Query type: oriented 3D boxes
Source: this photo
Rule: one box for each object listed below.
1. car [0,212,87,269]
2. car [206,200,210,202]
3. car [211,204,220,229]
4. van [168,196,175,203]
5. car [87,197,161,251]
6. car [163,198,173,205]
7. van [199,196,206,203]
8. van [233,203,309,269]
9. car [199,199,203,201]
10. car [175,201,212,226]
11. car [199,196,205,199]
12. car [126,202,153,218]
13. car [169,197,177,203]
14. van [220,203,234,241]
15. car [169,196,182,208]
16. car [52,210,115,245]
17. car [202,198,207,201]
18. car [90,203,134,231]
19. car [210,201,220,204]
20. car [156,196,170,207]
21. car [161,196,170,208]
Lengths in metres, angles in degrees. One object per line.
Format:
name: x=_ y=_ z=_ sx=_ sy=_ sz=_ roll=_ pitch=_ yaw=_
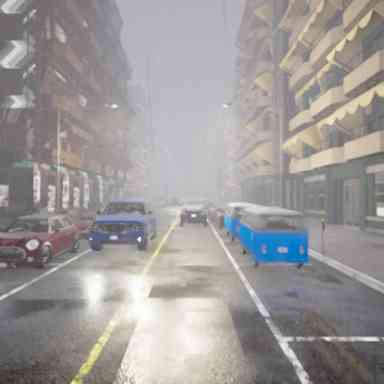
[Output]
car: x=-5.303 y=1.521 z=11.249 sx=1.967 sy=1.590 sz=4.097 roll=1 pitch=0 yaw=0
car: x=2.581 y=1.770 z=34.129 sx=1.752 sy=1.417 sz=4.829 roll=1 pitch=0 yaw=0
car: x=2.578 y=1.728 z=22.617 sx=1.947 sy=1.339 sz=4.313 roll=1 pitch=0 yaw=0
van: x=-5.255 y=1.967 z=84.969 sx=1.690 sy=1.788 sz=3.998 roll=1 pitch=0 yaw=0
car: x=-2.848 y=1.328 z=14.916 sx=2.150 sy=2.045 sz=5.566 roll=0 pitch=0 yaw=0
car: x=-5.271 y=2.121 z=73.625 sx=1.802 sy=1.307 sz=4.206 roll=1 pitch=0 yaw=0
van: x=2.593 y=1.967 z=84.996 sx=1.690 sy=1.788 sz=3.998 roll=1 pitch=0 yaw=0
van: x=2.578 y=1.422 z=11.278 sx=1.690 sy=1.788 sz=3.998 roll=1 pitch=0 yaw=0
car: x=0.108 y=1.902 z=41.875 sx=1.895 sy=1.301 sz=4.718 roll=0 pitch=0 yaw=0
car: x=0.106 y=1.684 z=25.098 sx=2.163 sy=1.488 sz=4.792 roll=0 pitch=0 yaw=0
car: x=2.588 y=2.089 z=73.653 sx=2.008 sy=1.369 sz=4.403 roll=1 pitch=0 yaw=0
car: x=-5.300 y=1.795 z=33.931 sx=2.008 sy=1.369 sz=4.403 roll=1 pitch=0 yaw=0
car: x=-5.256 y=2.214 z=90.638 sx=1.887 sy=1.381 sz=4.507 roll=1 pitch=0 yaw=0
van: x=2.580 y=1.463 z=16.949 sx=1.690 sy=1.788 sz=3.998 roll=1 pitch=0 yaw=0
car: x=-2.792 y=1.768 z=57.272 sx=2.097 sy=1.767 sz=4.553 roll=0 pitch=0 yaw=1
car: x=-5.304 y=1.704 z=16.919 sx=1.802 sy=1.307 sz=4.206 roll=1 pitch=0 yaw=0
car: x=2.583 y=1.853 z=45.470 sx=1.752 sy=1.417 sz=4.829 roll=1 pitch=0 yaw=0
car: x=-5.301 y=1.602 z=22.591 sx=1.967 sy=1.590 sz=4.097 roll=1 pitch=0 yaw=0
car: x=2.579 y=1.748 z=28.288 sx=1.887 sy=1.381 sz=4.507 roll=1 pitch=0 yaw=0
car: x=-5.300 y=1.768 z=62.286 sx=2.192 sy=1.841 sz=5.009 roll=1 pitch=0 yaw=0
car: x=-5.301 y=1.935 z=56.444 sx=1.752 sy=1.417 sz=4.829 roll=1 pitch=0 yaw=0
